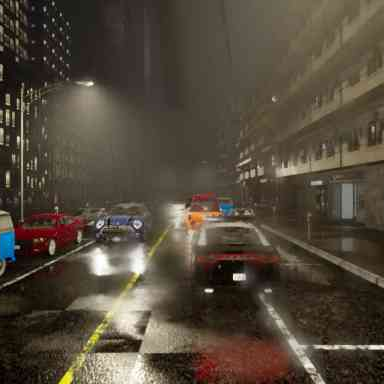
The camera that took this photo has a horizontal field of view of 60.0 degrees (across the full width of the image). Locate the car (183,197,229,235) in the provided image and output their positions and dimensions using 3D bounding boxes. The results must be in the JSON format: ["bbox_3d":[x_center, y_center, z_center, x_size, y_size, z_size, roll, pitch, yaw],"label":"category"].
[{"bbox_3d":[0.681,1.349,18.805,2.097,1.767,4.553,0,0,0],"label":"car"}]

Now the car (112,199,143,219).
[{"bbox_3d":[-5.655,1.448,29.566,1.967,1.590,4.097,0,0,0],"label":"car"}]

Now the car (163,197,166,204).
[{"bbox_3d":[-5.627,1.468,51.657,1.967,1.590,4.097,0,0,0],"label":"car"}]

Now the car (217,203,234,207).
[{"bbox_3d":[2.712,1.553,18.508,2.008,1.369,4.403,0,0,0],"label":"car"}]

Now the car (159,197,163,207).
[{"bbox_3d":[-5.634,1.573,46.133,2.008,1.369,4.403,0,0,0],"label":"car"}]

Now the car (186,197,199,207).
[{"bbox_3d":[0.072,1.578,54.431,2.033,1.411,5.357,0,0,0],"label":"car"}]

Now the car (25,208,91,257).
[{"bbox_3d":[-5.676,1.545,12.996,1.887,1.381,4.507,0,0,0],"label":"car"}]

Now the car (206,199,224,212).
[{"bbox_3d":[2.740,1.562,40.599,1.887,1.381,4.507,0,0,0],"label":"car"}]

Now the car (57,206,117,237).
[{"bbox_3d":[-5.669,1.568,18.519,1.947,1.339,4.313,0,0,0],"label":"car"}]

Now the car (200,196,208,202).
[{"bbox_3d":[2.790,1.591,79.429,1.752,1.417,4.829,0,0,0],"label":"car"}]

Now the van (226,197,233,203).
[{"bbox_3d":[2.726,1.349,29.554,1.690,1.788,3.998,0,0,0],"label":"van"}]

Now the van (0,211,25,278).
[{"bbox_3d":[-5.683,1.341,7.473,1.690,1.788,3.998,0,0,0],"label":"van"}]

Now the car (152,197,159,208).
[{"bbox_3d":[-5.641,1.568,40.610,2.008,1.369,4.403,0,0,0],"label":"car"}]

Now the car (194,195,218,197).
[{"bbox_3d":[0.933,1.230,24.871,2.150,2.045,5.566,0,0,0],"label":"car"}]

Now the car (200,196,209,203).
[{"bbox_3d":[2.783,1.622,73.737,1.947,1.339,4.313,0,0,0],"label":"car"}]

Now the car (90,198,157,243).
[{"bbox_3d":[-3.079,1.353,15.879,2.097,1.767,4.553,0,0,0],"label":"car"}]

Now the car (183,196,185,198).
[{"bbox_3d":[0.085,1.526,44.235,1.837,1.490,4.892,0,0,1],"label":"car"}]

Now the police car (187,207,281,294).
[{"bbox_3d":[0.912,1.425,8.950,1.930,1.638,5.238,0,0,0],"label":"police car"}]

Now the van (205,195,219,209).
[{"bbox_3d":[2.747,1.364,46.122,1.690,1.788,3.998,0,0,0],"label":"van"}]

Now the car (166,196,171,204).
[{"bbox_3d":[-5.612,1.606,62.702,1.947,1.339,4.313,0,0,0],"label":"car"}]
